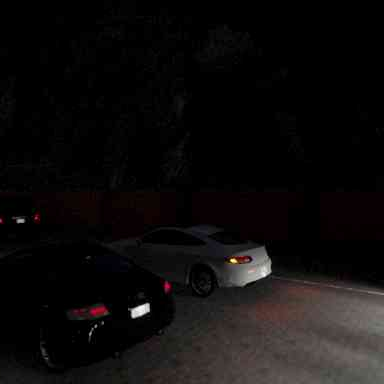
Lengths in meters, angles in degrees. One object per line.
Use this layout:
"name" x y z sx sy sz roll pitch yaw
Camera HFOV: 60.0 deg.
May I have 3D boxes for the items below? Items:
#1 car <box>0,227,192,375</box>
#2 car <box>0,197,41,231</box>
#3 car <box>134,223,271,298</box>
"car" -2.322 1.564 5.655 4.181 1.385 1.994 0 0 36
"car" -8.939 1.223 14.689 5.566 2.045 2.150 0 0 36
"car" -0.320 1.526 8.525 4.674 1.442 1.812 0 0 36
